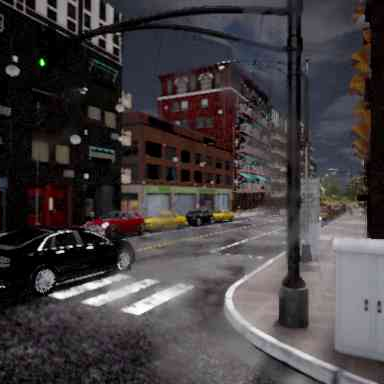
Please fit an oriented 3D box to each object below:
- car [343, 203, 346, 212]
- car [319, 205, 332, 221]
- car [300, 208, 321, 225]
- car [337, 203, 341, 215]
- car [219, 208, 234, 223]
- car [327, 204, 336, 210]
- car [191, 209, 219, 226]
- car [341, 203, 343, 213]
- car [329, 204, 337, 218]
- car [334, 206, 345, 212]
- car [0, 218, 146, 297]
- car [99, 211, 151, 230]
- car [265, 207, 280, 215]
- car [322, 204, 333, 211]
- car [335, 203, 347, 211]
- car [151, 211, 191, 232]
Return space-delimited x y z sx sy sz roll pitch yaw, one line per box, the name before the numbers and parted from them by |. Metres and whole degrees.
car | 30.736 3.605 70.031 2.008 1.369 4.403 -1 -2 27
car | 15.632 2.709 40.732 1.752 1.417 4.829 -1 -2 27
car | 10.530 2.418 30.936 1.752 1.417 4.829 -1 -2 27
car | 23.140 3.057 55.311 1.967 1.590 4.097 -1 -2 27
car | 2.936 2.375 34.420 1.752 1.417 4.829 -1 -2 27
car | 36.820 3.929 87.659 1.812 1.442 4.674 0 -1 27
car | 0.482 2.275 29.663 1.947 1.339 4.313 -1 -2 27
car | 25.672 3.203 60.220 1.967 1.590 4.097 -1 -2 27
car | 18.081 2.640 45.497 2.192 1.841 5.009 -1 -2 27
car | 33.268 3.766 74.938 1.947 1.339 4.313 -1 -2 27
car | -3.571 1.719 9.364 1.837 1.490 4.892 0 -1 27
car | -4.582 1.858 19.851 1.967 1.590 4.097 -1 -2 27
car | 13.141 3.020 54.200 1.802 1.307 4.206 -1 -2 27
car | 32.044 3.727 78.402 1.882 1.535 5.008 0 -1 27
car | 35.800 3.661 79.853 2.192 1.841 5.009 -1 -2 27
car | -2.128 2.084 24.605 1.752 1.417 4.829 -1 -2 27
